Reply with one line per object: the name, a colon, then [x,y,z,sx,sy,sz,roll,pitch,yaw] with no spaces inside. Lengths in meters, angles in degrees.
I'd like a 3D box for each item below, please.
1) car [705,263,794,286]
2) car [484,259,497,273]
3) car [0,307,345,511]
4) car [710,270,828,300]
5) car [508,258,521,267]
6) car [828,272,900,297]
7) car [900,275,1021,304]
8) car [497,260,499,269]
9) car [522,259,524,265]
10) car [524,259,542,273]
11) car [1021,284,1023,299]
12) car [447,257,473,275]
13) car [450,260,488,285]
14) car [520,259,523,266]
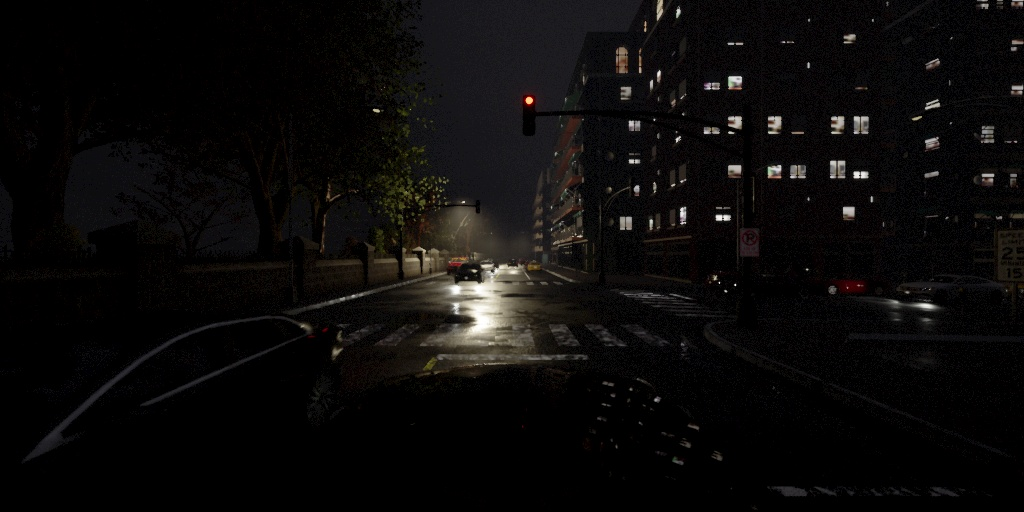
car: [14.623,1.338,21.922,5.009,1.841,2.192,0,0,0]
car: [-3.044,1.283,42.782,1.812,1.442,4.674,0,0,0]
car: [-3.100,1.242,2.748,2.128,1.511,4.902,0,0,0]
car: [13.725,1.618,19.327,4.718,1.301,1.895,1,0,0]
car: [0.177,1.320,64.305,2.033,1.411,5.357,0,0,-1]
car: [20.318,1.671,21.933,4.507,1.381,1.888,0,0,0]
car: [23.667,1.723,19.343,4.674,1.442,1.812,1,0,0]
car: [-3.014,1.256,57.388,2.128,1.511,4.902,0,0,0]
car: [2.749,1.307,49.593,1.888,1.381,4.507,0,0,0]
car: [2.743,1.283,44.228,1.751,1.417,4.829,0,0,0]
car: [31.539,1.857,21.954,4.829,1.417,1.751,0,0,0]
car: [-5.645,1.070,38.532,2.192,1.841,5.009,0,0,0]
car: [-3.070,1.256,26.501,1.837,1.490,4.892,0,0,0]
car: [2.756,1.316,55.128,2.007,1.370,4.403,0,0,0]
